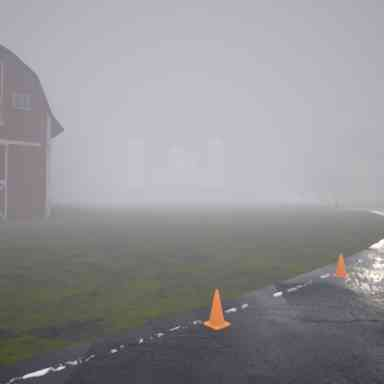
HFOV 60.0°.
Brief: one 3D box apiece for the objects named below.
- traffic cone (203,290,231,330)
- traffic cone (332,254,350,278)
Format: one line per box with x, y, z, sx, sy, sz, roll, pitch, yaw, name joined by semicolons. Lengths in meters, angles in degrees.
0.422;1.951;5.628;0.340;0.580;0.340;0;0;-40;traffic cone
3.980;1.946;8.875;0.340;0.580;0.340;0;0;-44;traffic cone
